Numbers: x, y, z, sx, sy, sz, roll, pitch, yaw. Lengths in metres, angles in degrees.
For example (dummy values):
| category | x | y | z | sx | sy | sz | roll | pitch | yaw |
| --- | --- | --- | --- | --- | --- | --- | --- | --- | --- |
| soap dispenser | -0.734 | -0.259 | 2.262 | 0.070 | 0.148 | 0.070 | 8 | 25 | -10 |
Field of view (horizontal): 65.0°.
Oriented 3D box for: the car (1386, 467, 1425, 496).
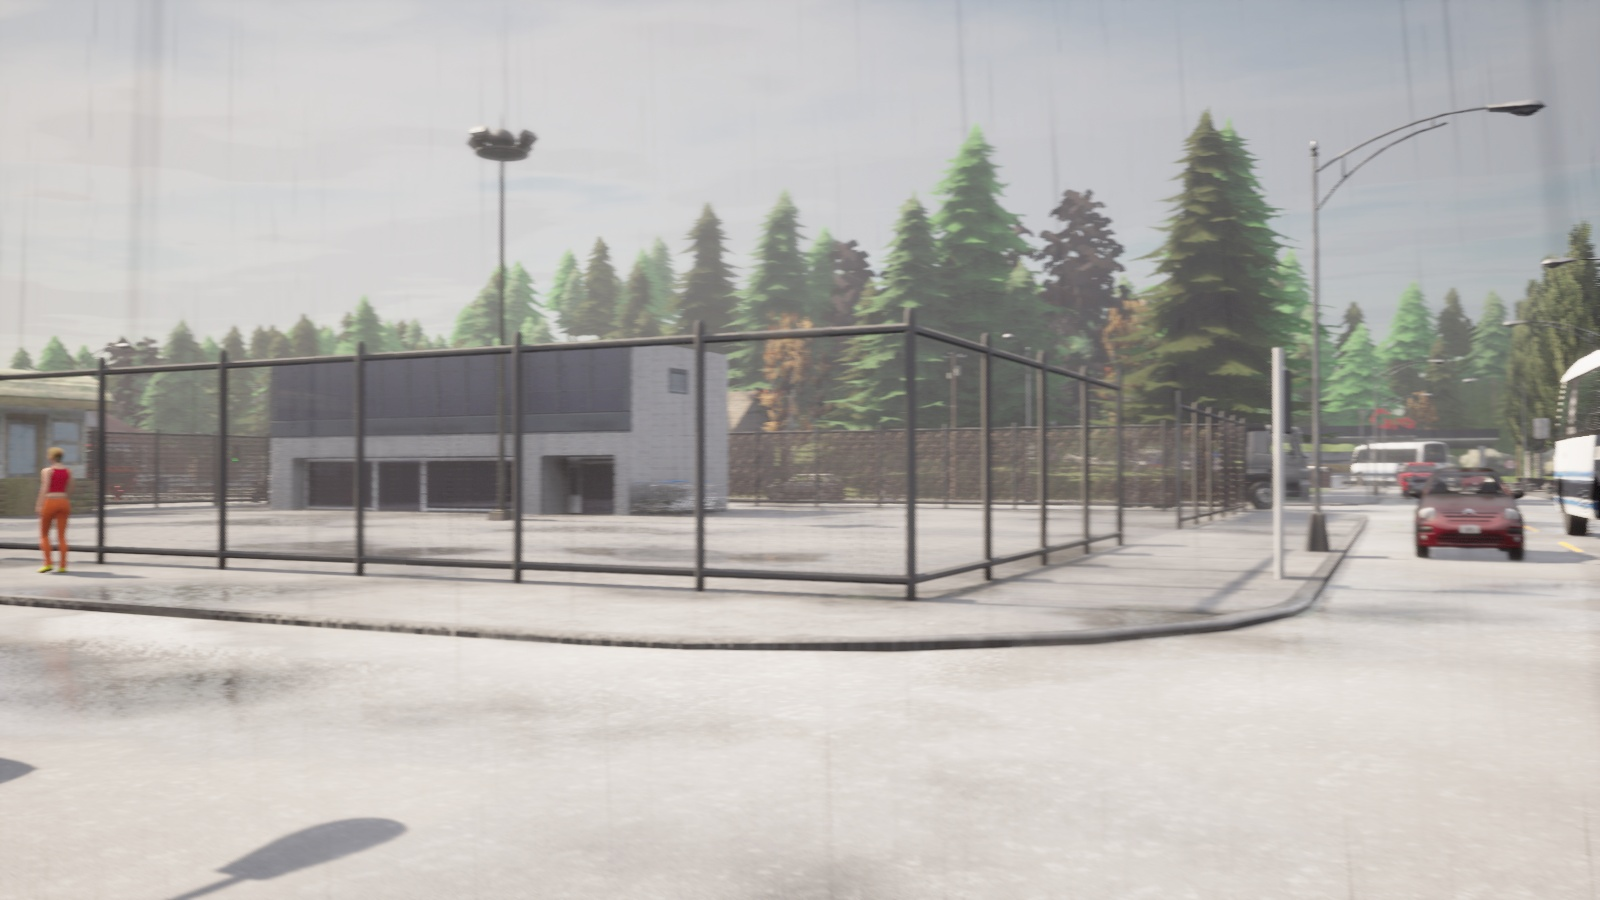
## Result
| category | x | y | z | sx | sy | sz | roll | pitch | yaw |
| --- | --- | --- | --- | --- | --- | --- | --- | --- | --- |
| car | 32.726 | 1.683 | 67.931 | 1.845 | 1.501 | 3.633 | -1 | -1 | 25 |

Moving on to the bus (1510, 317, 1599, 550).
| category | x | y | z | sx | sy | sz | roll | pitch | yaw |
| --- | --- | --- | --- | --- | --- | --- | --- | --- | --- |
| bus | 18.061 | -0.272 | 26.946 | 3.944 | 4.253 | 10.273 | -1 | -1 | 24 |

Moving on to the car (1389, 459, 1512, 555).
| category | x | y | z | sx | sy | sz | roll | pitch | yaw |
| --- | --- | --- | --- | --- | --- | --- | --- | --- | --- |
| car | 12.063 | 1.002 | 23.492 | 1.851 | 1.617 | 3.988 | -1 | -1 | 25 |

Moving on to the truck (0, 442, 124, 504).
| category | x | y | z | sx | sy | sz | roll | pitch | yaw |
| --- | --- | --- | --- | --- | --- | --- | --- | --- | --- |
| truck | -47.376 | 1.494 | 80.132 | 8.468 | 3.827 | 2.891 | -1 | -1 | 24 |

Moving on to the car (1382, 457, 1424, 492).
| category | x | y | z | sx | sy | sz | roll | pitch | yaw |
| --- | --- | --- | --- | --- | --- | --- | --- | --- | --- |
| car | 36.586 | 1.495 | 76.281 | 2.150 | 2.045 | 5.566 | -1 | -1 | 25 |

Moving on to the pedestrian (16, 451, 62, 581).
| category | x | y | z | sx | sy | sz | roll | pitch | yaw |
| --- | --- | --- | --- | --- | --- | --- | --- | --- | --- |
| pedestrian | -10.990 | 0.945 | 18.128 | 0.594 | 1.836 | 0.345 | -1 | -1 | 34 |

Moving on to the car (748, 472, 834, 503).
| category | x | y | z | sx | sy | sz | roll | pitch | yaw |
| --- | --- | --- | --- | --- | --- | --- | --- | --- | --- |
| car | -0.435 | 1.867 | 62.701 | 3.806 | 1.475 | 1.970 | -1 | -1 | 25 |

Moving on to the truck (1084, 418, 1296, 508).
| category | x | y | z | sx | sy | sz | roll | pitch | yaw |
| --- | --- | --- | --- | --- | --- | --- | --- | --- | --- |
| truck | 15.805 | 0.559 | 50.934 | 7.936 | 3.462 | 2.891 | -1 | -1 | 21 |
